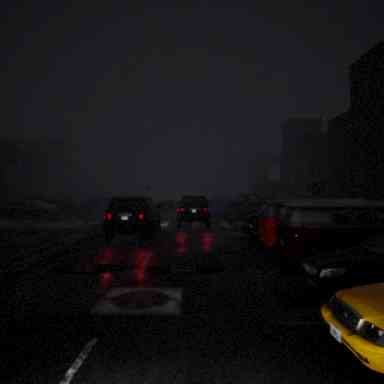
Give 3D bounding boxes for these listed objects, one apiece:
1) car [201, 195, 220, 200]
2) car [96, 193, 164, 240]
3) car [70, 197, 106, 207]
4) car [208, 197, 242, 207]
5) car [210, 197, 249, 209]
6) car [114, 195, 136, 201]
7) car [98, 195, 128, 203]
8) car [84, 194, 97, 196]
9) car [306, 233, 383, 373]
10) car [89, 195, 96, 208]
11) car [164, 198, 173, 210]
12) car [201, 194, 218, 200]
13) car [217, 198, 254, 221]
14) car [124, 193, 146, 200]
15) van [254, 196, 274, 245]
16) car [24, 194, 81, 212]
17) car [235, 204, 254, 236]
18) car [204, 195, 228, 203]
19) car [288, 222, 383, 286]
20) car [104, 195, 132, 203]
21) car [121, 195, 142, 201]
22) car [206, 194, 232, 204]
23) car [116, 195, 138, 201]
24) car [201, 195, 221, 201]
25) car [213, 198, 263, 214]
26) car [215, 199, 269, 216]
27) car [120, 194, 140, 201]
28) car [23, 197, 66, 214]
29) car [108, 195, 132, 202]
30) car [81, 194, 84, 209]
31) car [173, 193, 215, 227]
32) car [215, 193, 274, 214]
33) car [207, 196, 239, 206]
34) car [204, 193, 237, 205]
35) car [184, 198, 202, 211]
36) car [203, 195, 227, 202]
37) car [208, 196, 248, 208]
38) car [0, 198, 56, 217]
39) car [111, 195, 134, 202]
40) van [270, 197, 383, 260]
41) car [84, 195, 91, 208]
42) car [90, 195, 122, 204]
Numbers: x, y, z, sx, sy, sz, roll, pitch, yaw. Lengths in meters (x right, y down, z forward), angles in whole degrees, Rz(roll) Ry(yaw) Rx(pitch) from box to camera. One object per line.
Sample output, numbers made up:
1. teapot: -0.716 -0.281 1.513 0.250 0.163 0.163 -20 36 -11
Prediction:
1. car: 4.921 1.441 87.788 5.008 1.535 2.097 0 0 0
2. car: -2.887 1.208 16.933 2.150 2.045 5.566 0 0 0
3. car: -15.520 1.459 49.681 4.674 1.452 2.002 0 0 0
4. car: 4.743 1.445 48.757 4.792 1.488 2.163 0 0 0
5. car: 4.780 1.456 43.199 4.792 1.488 2.163 0 0 0
6. car: -15.499 1.448 77.220 4.674 1.452 2.002 0 0 0
7. car: -15.706 1.394 66.223 5.366 1.575 1.946 0 0 0
8. car: -15.511 1.428 46.924 5.008 1.535 2.097 0 0 0
9. car: 4.528 1.475 4.293 5.366 1.575 1.946 0 0 0
10. car: -15.514 1.476 44.167 4.674 1.452 2.002 0 0 0
11. car: -2.869 1.433 38.645 1.882 1.535 5.008 0 0 0
12. car: 4.909 1.334 93.338 4.553 1.767 2.185 0 0 0
13. car: 4.697 1.485 26.529 4.792 1.488 2.163 0 0 0
14. car: -15.506 1.197 91.043 5.566 2.045 2.435 0 0 0
15. van: 4.835 1.246 12.631 4.442 1.987 1.878 0 0 0
16. car: -15.486 1.212 35.893 5.566 2.045 2.435 0 0 0
17. car: 4.714 1.470 15.411 4.892 1.521 2.231 0 0 0
18. car: 4.851 1.407 68.334 4.892 1.521 2.231 0 0 0
19. car: 4.717 1.516 7.073 4.674 1.452 2.002 0 0 0
20. car: -15.331 1.395 68.985 5.366 1.575 1.946 0 0 0
21. car: -15.482 1.428 85.528 5.008 1.535 2.097 0 0 0
22. car: 4.845 1.279 59.907 4.553 1.767 2.185 0 0 0
23. car: -15.526 1.442 80.014 4.792 1.488 2.163 0 0 0
24. car: 4.899 1.434 85.008 4.892 1.521 2.231 0 0 0
25. car: 4.737 1.442 34.868 5.008 1.535 2.097 0 0 0
26. car: 4.723 1.448 32.089 4.892 1.521 2.231 0 0 0
27. car: -15.461 1.295 82.771 4.553 1.767 2.185 0 0 0
28. car: -15.516 1.512 33.135 4.674 1.452 2.002 0 0 0
29. car: -15.482 1.430 71.743 4.792 1.488 2.163 0 0 0
30. car: -15.484 1.330 38.651 4.553 1.767 2.185 0 0 0
31. car: 0.113 1.205 22.588 2.150 2.045 5.566 0 0 0
32. car: 4.700 1.200 29.309 5.566 2.045 2.435 0 0 0
33. car: 4.753 1.441 51.535 4.792 1.488 2.163 0 0 0
34. car: 4.831 1.154 57.094 5.566 2.045 2.435 0 0 0
35. car: 0.138 1.497 41.319 2.033 1.411 5.357 0 0 0
36. car: 4.883 1.437 71.113 4.792 1.488 2.163 0 0 0
37. car: 4.947 1.418 45.976 5.366 1.575 1.946 0 0 0
38. car: -15.484 1.509 30.377 4.792 1.488 2.163 0 0 0
39. car: -15.477 1.433 74.498 4.792 1.488 2.163 0 0 0
40. van: 4.833 1.249 9.852 4.442 1.987 1.878 0 0 0
41. car: -15.513 1.486 41.279 4.674 1.452 2.002 0 0 0
42. car: -15.705 1.396 60.708 5.366 1.575 1.946 0 0 0
